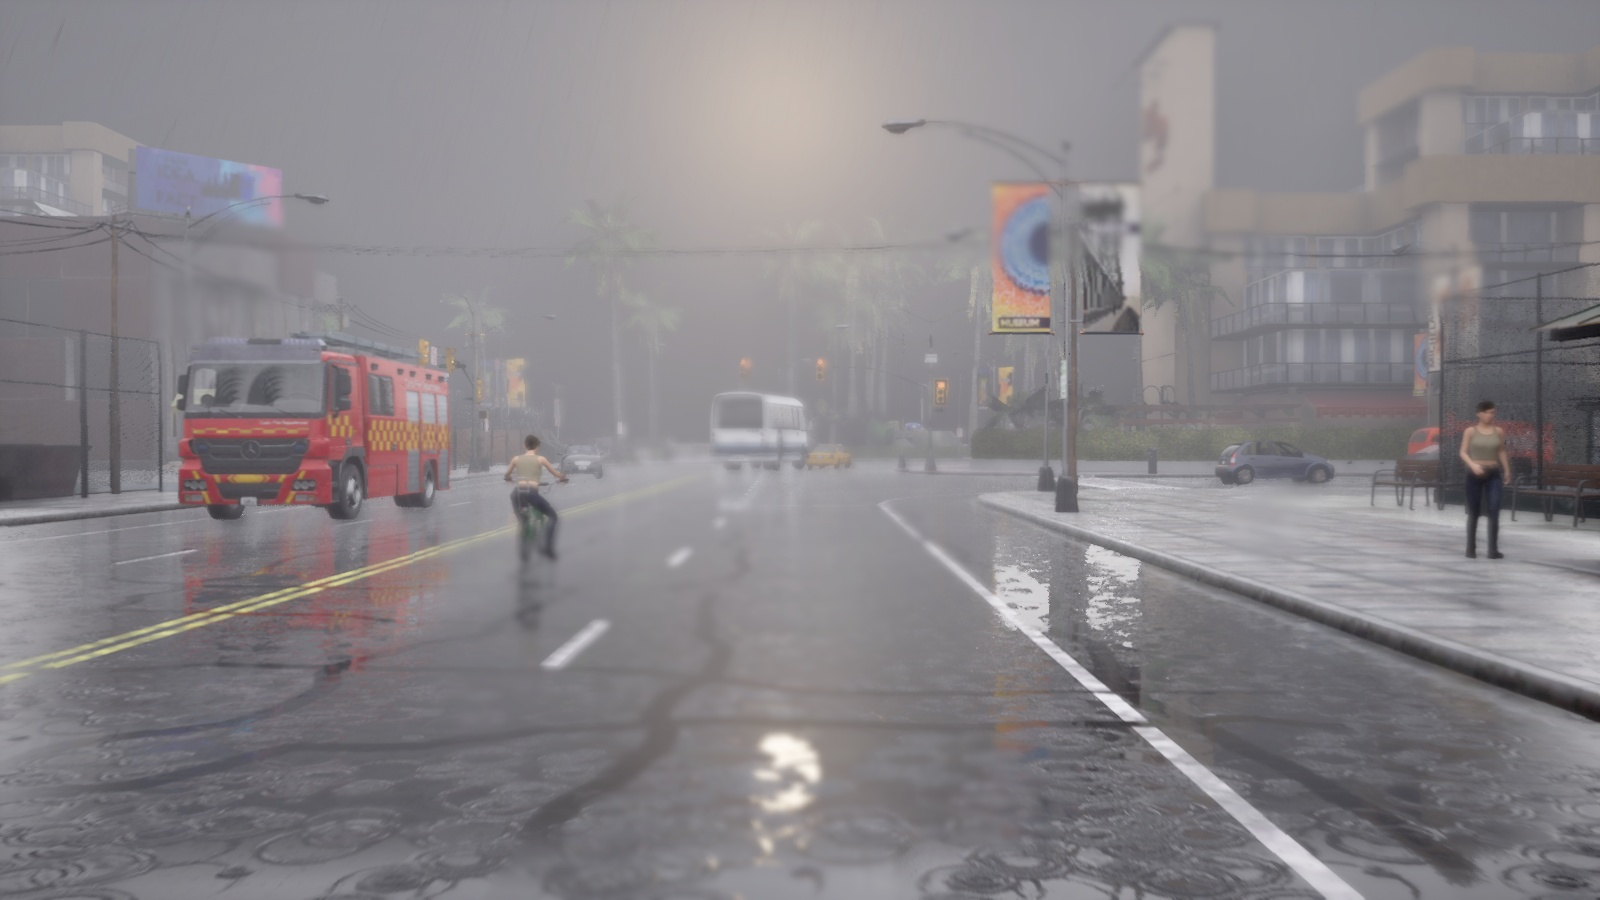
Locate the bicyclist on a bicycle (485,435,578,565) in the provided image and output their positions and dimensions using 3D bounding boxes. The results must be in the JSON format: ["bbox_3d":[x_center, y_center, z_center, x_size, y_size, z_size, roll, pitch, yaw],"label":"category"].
[{"bbox_3d":[-3.464,0.616,16.324,0.866,1.612,1.509,0,0,1],"label":"bicyclist on a bicycle"}]

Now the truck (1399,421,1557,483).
[{"bbox_3d":[28.486,0.088,52.879,5.204,2.467,2.627,1,0,0],"label":"truck"}]

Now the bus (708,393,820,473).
[{"bbox_3d":[-1.891,-0.914,72.176,3.944,4.253,10.273,0,0,13],"label":"bus"}]

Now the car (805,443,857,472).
[{"bbox_3d":[1.831,0.394,72.464,1.801,1.575,5.366,0,0,15],"label":"car"}]

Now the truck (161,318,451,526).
[{"bbox_3d":[-10.251,-0.527,27.285,2.891,3.827,8.468,0,0,1],"label":"truck"}]

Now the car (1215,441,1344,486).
[{"bbox_3d":[17.461,0.474,45.847,3.988,1.617,1.851,0,0,0],"label":"car"}]

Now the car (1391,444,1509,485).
[{"bbox_3d":[25.501,0.549,49.371,3.705,1.549,1.789,0,0,0],"label":"car"}]

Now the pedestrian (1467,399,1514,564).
[{"bbox_3d":[7.883,0.350,14.350,0.345,1.836,0.594,0,0,16],"label":"pedestrian"}]

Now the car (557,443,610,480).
[{"bbox_3d":[-9.515,0.473,54.910,2.128,1.511,4.902,0,0,-12],"label":"car"}]
